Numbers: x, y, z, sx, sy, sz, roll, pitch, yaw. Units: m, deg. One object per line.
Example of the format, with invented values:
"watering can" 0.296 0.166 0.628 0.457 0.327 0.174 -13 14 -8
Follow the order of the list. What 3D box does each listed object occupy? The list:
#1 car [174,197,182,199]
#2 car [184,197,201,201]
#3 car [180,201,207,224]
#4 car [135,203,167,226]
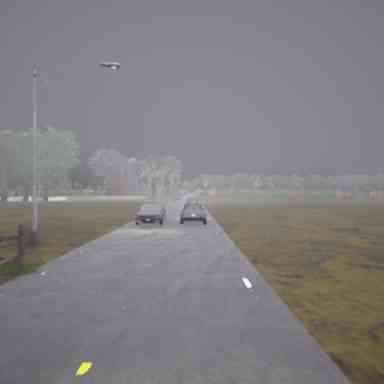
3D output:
"car" -2.745 1.269 64.997 1.994 1.385 4.181 0 0 0
"car" 0.103 1.406 42.360 2.097 1.767 4.553 0 0 0
"car" 0.100 1.606 25.447 1.994 1.385 4.181 0 0 0
"car" -2.847 1.519 23.991 1.882 1.535 5.008 0 0 0
